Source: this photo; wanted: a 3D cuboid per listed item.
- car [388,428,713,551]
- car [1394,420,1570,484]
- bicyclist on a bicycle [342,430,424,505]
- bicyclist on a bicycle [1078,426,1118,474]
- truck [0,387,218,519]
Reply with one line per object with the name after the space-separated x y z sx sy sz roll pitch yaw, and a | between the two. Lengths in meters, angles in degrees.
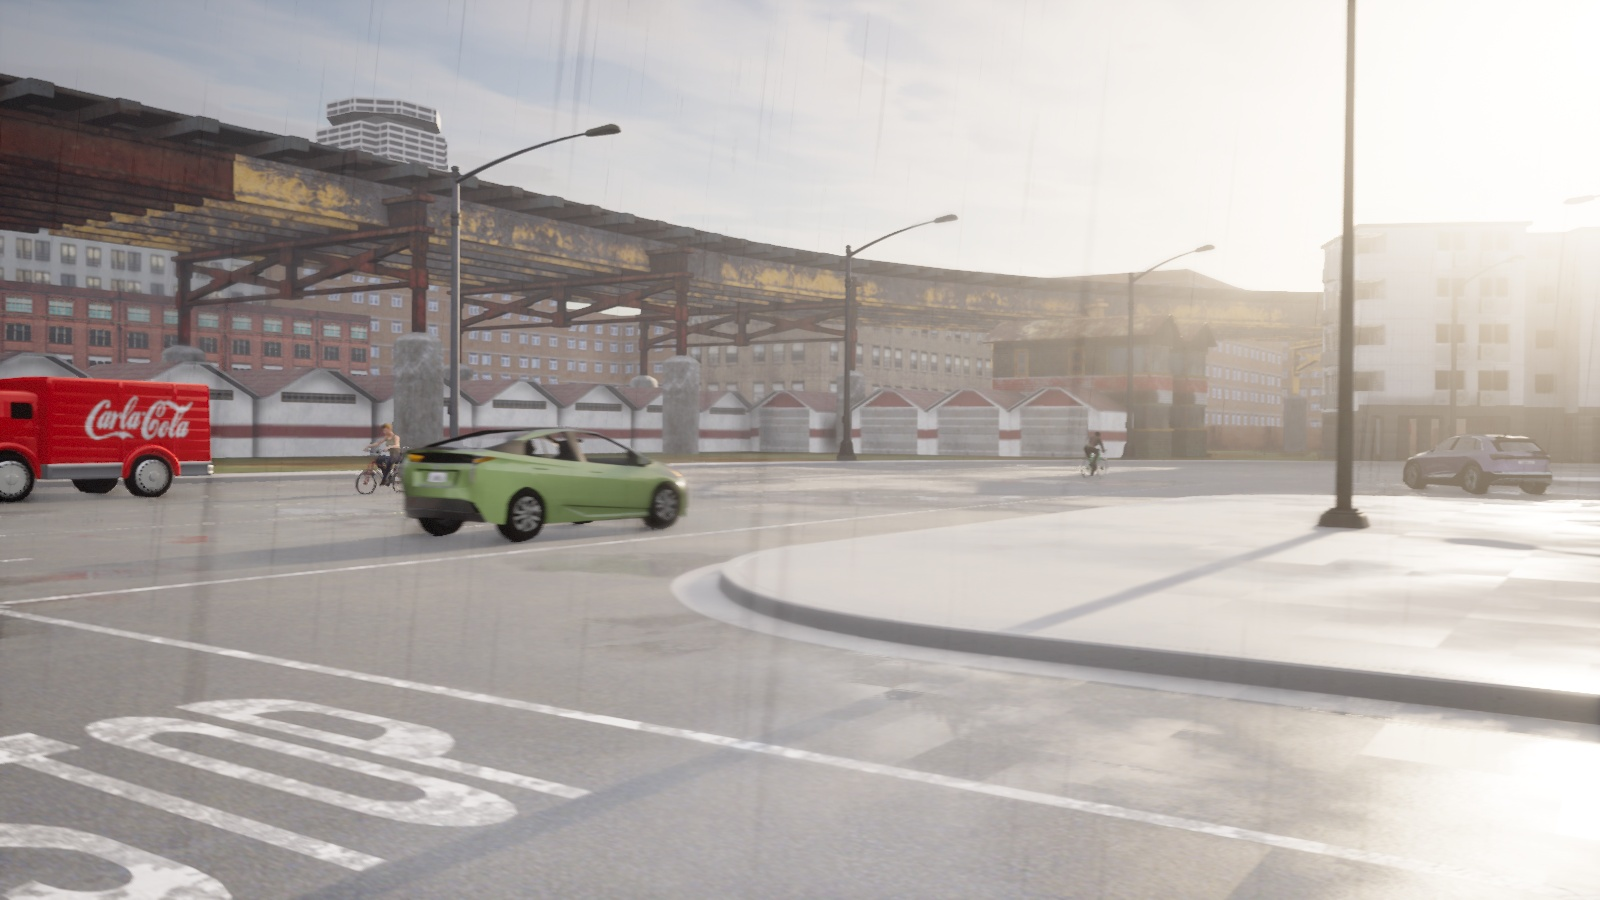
-3.427 0.462 18.129 2.007 1.525 4.514 0 1 33 | car
18.770 0.016 34.853 2.033 1.649 4.856 -1 1 -3 | car
-9.318 0.369 28.108 0.866 1.612 1.509 0 1 34 | bicyclist on a bicycle
10.346 -0.005 43.596 0.582 1.620 1.656 1 1 44 | bicyclist on a bicycle
-15.146 0.031 25.708 2.627 2.467 5.204 0 1 34 | truck
